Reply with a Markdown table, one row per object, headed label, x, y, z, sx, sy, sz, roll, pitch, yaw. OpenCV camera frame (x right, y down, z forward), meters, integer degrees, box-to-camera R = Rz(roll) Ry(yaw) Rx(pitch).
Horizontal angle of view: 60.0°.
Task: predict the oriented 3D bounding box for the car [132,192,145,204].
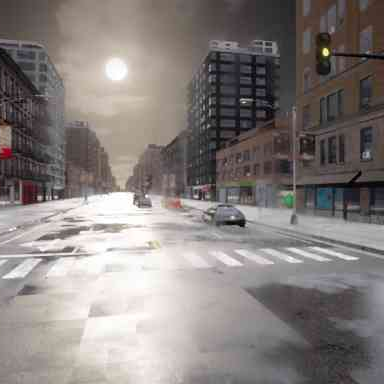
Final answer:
| label | x | y | z | sx | sy | sz | roll | pitch | yaw |
| --- | --- | --- | --- | --- | --- | --- | --- | --- | --- |
| car | -9.135 | 1.081 | 57.792 | 2.150 | 2.045 | 5.566 | 0 | 0 | -12 |

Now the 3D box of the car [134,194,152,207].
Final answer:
| label | x | y | z | sx | sy | sz | roll | pitch | yaw |
| --- | --- | --- | --- | --- | --- | --- | --- | --- | --- |
| car | -6.933 | 1.449 | 48.027 | 1.994 | 1.385 | 4.181 | 0 | 0 | -13 |

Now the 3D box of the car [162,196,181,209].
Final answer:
| label | x | y | z | sx | sy | sz | roll | pitch | yaw |
| --- | --- | --- | --- | --- | --- | --- | --- | --- | --- |
| car | -2.765 | 1.247 | 44.061 | 2.097 | 1.767 | 4.553 | 0 | 0 | -12 |

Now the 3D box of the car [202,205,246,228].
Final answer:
| label | x | y | z | sx | sy | sz | roll | pitch | yaw |
| --- | --- | --- | --- | --- | --- | --- | --- | --- | --- |
| car | 1.991 | 1.515 | 21.868 | 1.994 | 1.385 | 4.181 | 0 | 0 | -12 |
